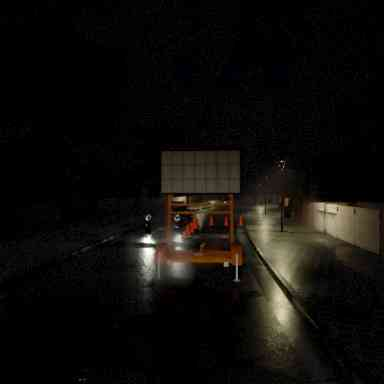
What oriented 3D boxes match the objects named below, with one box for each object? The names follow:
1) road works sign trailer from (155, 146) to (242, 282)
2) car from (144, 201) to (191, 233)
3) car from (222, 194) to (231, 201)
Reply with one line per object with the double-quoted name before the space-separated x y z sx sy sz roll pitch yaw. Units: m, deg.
"road works sign trailer" 0.264 0.471 9.864 2.380 3.560 2.880 0 0 5
"car" -1.339 1.377 19.759 2.097 1.767 4.553 0 0 7
"car" 9.326 1.496 88.889 2.150 2.045 5.566 0 0 0
